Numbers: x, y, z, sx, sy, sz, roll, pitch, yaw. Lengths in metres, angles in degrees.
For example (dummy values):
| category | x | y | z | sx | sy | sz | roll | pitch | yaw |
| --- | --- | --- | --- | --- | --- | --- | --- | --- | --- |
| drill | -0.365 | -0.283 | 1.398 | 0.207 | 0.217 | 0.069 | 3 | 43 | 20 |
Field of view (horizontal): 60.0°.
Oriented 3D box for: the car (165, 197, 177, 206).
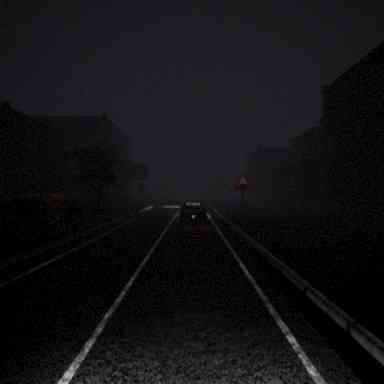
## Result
| category | x | y | z | sx | sy | sz | roll | pitch | yaw |
| --- | --- | --- | --- | --- | --- | --- | --- | --- | --- |
| car | -3.084 | 1.400 | 50.654 | 1.895 | 1.301 | 4.718 | 0 | 0 | 0 |

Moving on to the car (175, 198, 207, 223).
| category | x | y | z | sx | sy | sz | roll | pitch | yaw |
| --- | --- | --- | --- | --- | --- | --- | --- | --- | --- |
| car | 0.096 | 1.404 | 24.459 | 2.128 | 1.511 | 4.902 | 0 | 0 | 0 |

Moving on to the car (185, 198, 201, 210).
| category | x | y | z | sx | sy | sz | roll | pitch | yaw |
| --- | --- | --- | --- | --- | --- | --- | --- | --- | --- |
| car | 0.094 | 1.449 | 41.670 | 1.895 | 1.301 | 4.718 | 0 | 0 | 0 |
